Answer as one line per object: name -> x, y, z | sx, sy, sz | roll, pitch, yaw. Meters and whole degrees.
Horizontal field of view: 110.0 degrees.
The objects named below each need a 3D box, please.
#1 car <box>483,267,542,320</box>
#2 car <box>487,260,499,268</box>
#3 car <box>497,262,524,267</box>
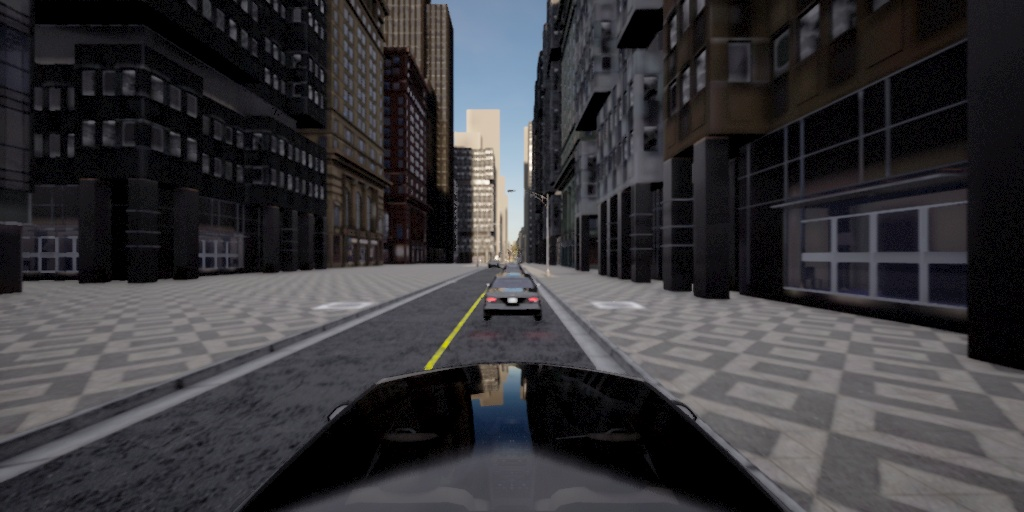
car -> 0.039, 1.285, 12.504 | 2.033, 1.411, 5.357 | 0, 0, 1
car -> -2.992, 1.368, 59.881 | 1.837, 1.490, 4.892 | 0, 0, 1
car -> 0.080, 1.306, 29.943 | 1.994, 1.385, 4.181 | 0, 0, 1
